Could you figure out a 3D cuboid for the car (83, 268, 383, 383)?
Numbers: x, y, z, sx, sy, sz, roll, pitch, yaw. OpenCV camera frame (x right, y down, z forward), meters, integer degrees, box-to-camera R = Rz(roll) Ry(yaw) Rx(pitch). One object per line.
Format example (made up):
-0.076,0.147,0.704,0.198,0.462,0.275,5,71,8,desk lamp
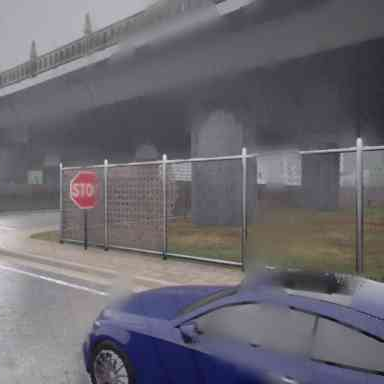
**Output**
0.941,1.526,3.264,4.674,1.442,1.812,0,0,35,car
